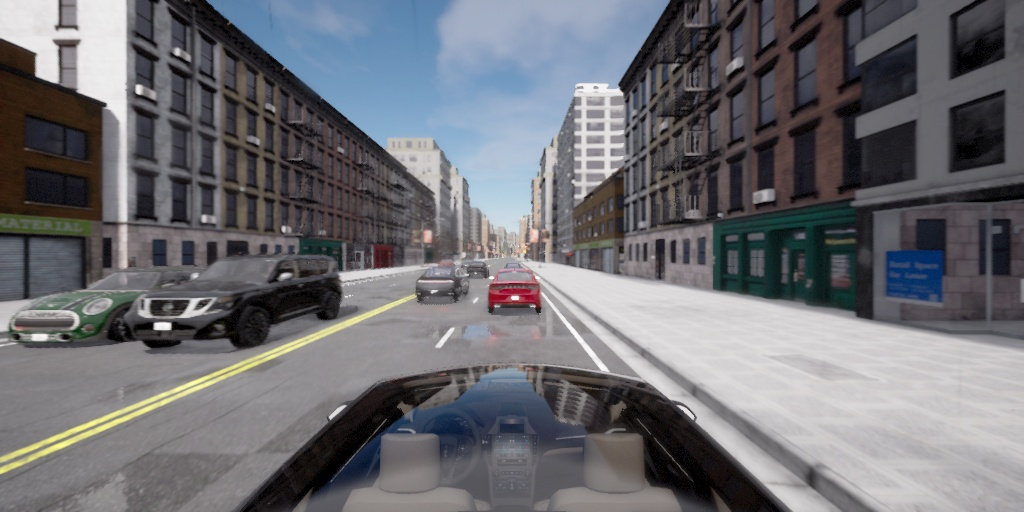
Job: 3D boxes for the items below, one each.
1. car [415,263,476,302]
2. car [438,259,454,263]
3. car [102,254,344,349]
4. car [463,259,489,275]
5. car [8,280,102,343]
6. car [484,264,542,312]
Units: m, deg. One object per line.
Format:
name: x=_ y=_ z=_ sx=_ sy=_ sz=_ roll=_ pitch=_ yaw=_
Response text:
car: x=-3.149 y=1.243 z=16.893 sx=2.128 sy=1.511 sz=4.902 roll=0 pitch=0 yaw=0
car: x=-9.805 y=1.252 z=53.503 sx=1.882 sy=1.535 sz=5.008 roll=0 pitch=0 yaw=0
car: x=-6.600 y=0.972 z=9.536 sx=2.150 sy=2.045 sz=5.566 roll=0 pitch=0 yaw=0
car: x=-3.145 y=1.266 z=33.756 sx=1.837 sy=1.490 sz=4.892 roll=0 pitch=0 yaw=0
car: x=-9.849 y=1.103 z=9.720 sx=2.097 sy=1.767 sz=4.553 roll=0 pitch=0 yaw=0
car: x=0.103 y=1.229 z=14.210 sx=1.882 sy=1.535 sz=5.008 roll=0 pitch=0 yaw=0
